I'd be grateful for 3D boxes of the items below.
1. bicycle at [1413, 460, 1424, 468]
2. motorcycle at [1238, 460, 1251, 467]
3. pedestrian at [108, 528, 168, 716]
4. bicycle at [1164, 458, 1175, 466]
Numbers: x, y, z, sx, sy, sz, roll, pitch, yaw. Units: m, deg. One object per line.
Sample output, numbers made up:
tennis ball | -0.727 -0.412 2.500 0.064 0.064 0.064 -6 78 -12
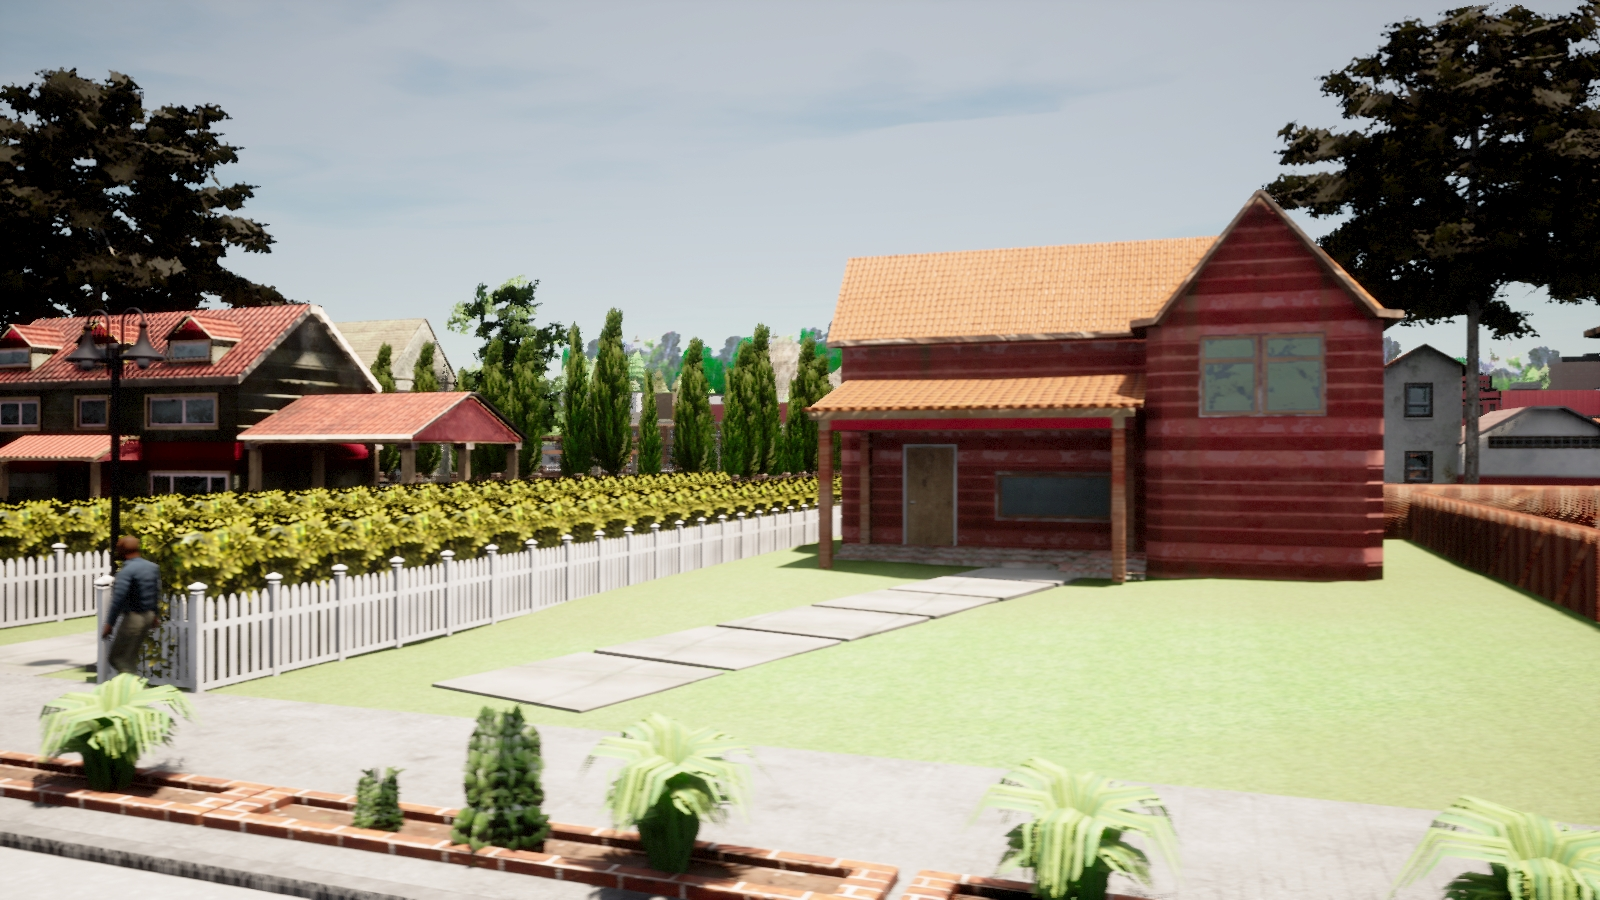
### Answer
bicycle | 97.935 2.156 180.981 1.487 1.276 0.859 0 0 20
motorcycle | 73.824 2.185 189.748 2.033 1.199 0.803 0 0 20
pedestrian | -6.778 1.743 11.707 0.375 1.860 0.375 0 0 8
bicycle | 62.695 2.059 193.956 1.835 1.471 0.329 0 0 20
